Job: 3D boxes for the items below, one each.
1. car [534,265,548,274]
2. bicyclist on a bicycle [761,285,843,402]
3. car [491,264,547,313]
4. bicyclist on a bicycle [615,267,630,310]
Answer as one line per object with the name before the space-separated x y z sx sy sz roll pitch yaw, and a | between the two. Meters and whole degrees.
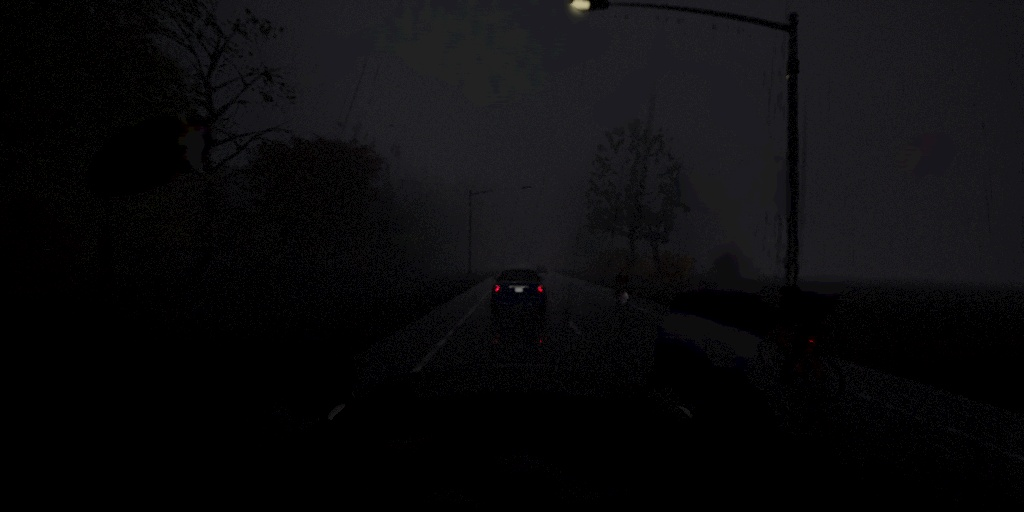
car | 4.495 2.068 56.482 1.994 1.385 4.181 1 -1 1
bicyclist on a bicycle | 4.490 1.297 5.669 0.582 1.620 1.656 1 -1 1
car | 0.287 1.278 15.121 2.097 1.767 4.553 1 -1 1
bicyclist on a bicycle | 4.657 1.341 15.289 0.659 1.776 1.843 1 -1 1
